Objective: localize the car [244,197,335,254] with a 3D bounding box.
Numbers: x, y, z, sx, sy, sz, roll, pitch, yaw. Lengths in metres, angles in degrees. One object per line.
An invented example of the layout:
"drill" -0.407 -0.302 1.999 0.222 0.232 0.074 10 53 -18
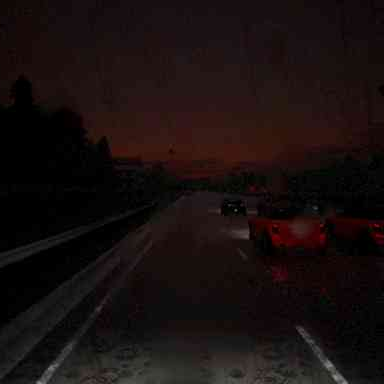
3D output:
"car" 3.590 1.261 13.271 2.097 1.767 4.553 0 0 0

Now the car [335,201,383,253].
"car" 7.089 1.261 13.374 2.097 1.767 4.553 0 0 0

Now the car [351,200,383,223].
"car" 14.083 1.380 24.639 2.033 1.411 5.357 0 0 0

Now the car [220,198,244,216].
"car" 3.592 1.290 29.687 2.128 1.511 4.902 0 0 0
